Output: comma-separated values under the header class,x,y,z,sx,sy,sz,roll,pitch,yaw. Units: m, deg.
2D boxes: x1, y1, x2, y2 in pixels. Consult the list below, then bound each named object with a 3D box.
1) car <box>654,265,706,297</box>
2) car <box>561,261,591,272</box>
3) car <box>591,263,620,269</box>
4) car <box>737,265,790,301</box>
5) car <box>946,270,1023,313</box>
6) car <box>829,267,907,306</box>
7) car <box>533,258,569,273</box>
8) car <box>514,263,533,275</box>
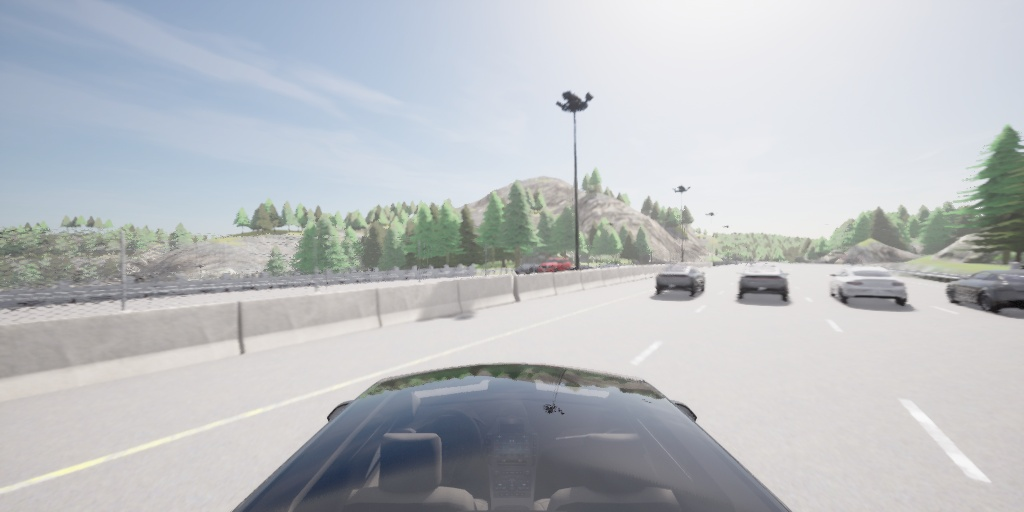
class,x,y,z,sx,sy,sz,roll,pitch,yaw
car,8.944,1.229,18.931,2.128,1.511,4.902,-1,-1,35
car,8.016,1.587,41.994,1.895,1.301,4.718,-1,-1,35
car,10.869,1.505,39.969,1.994,1.385,4.181,-1,-1,35
car,11.852,1.182,16.981,2.128,1.511,4.902,-1,-1,35
car,17.229,1.158,12.464,1.994,1.385,4.181,-1,-1,35
car,14.775,1.169,15.076,1.812,1.442,4.674,-1,-1,35
car,5.307,1.245,44.230,2.150,2.045,5.566,-1,-1,35
car,2.149,1.607,45.827,1.812,1.442,4.674,-1,-1,36
